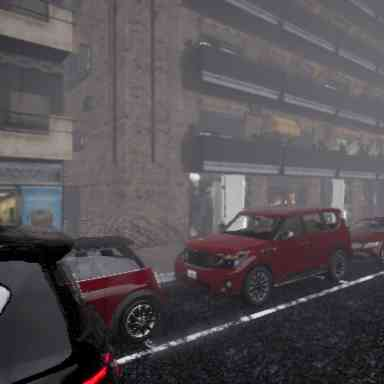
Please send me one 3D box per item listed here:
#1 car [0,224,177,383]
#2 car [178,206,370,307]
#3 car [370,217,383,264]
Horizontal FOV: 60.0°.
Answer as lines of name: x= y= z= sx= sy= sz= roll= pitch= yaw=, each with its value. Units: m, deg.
car: x=-2.965 y=1.247 z=1.025 sx=5.566 sy=2.045 sz=2.150 roll=0 pitch=0 yaw=-37
car: x=2.005 y=1.311 z=8.180 sx=5.009 sy=1.841 sz=2.192 roll=0 pitch=0 yaw=-37
car: x=6.492 y=1.550 z=11.592 sx=4.206 sy=1.307 sz=1.802 roll=0 pitch=0 yaw=-37
